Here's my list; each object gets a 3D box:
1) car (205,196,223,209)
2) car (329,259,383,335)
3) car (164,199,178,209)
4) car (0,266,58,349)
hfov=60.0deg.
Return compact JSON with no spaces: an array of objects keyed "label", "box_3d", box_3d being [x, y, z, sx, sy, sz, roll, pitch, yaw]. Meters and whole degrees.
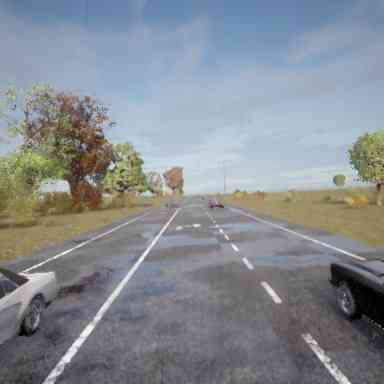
[{"label":"car","box_3d":[3.339,1.558,47.213,2.033,1.411,5.357,-2,0,0]},{"label":"car","box_3d":[3.467,1.465,4.087,1.895,1.301,4.718,-2,0,0]},{"label":"car","box_3d":[-3.306,1.845,52.806,1.837,1.490,4.892,-3,0,4]},{"label":"car","box_3d":[-3.523,1.766,4.196,1.895,1.301,4.718,-2,0,0]}]
